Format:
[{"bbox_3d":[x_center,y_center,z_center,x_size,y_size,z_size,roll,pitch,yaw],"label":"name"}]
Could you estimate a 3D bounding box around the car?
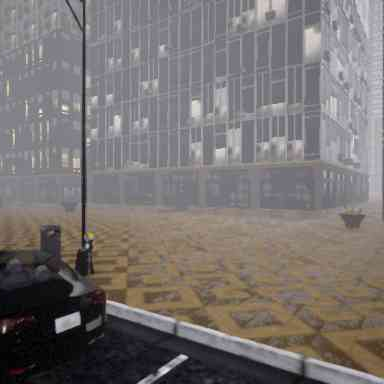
[{"bbox_3d":[-3.144,1.564,5.112,4.313,1.339,1.947,0,0,35],"label":"car"}]
